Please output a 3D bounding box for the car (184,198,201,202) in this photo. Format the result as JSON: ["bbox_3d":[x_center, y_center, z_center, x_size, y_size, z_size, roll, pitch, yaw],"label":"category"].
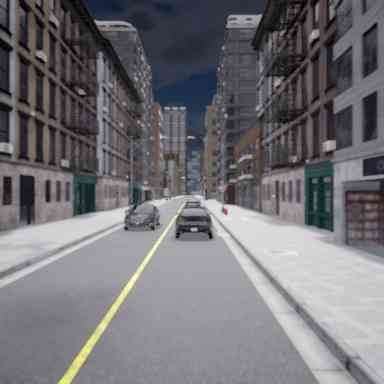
[{"bbox_3d":[0.100,1.526,40.356,2.128,1.511,4.902,0,0,0],"label":"car"}]

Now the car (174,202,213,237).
[{"bbox_3d":[0.100,1.513,17.950,1.837,1.490,4.892,0,0,0],"label":"car"}]

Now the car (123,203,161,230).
[{"bbox_3d":[-3.040,1.516,21.030,1.837,1.490,4.892,0,0,0],"label":"car"}]
